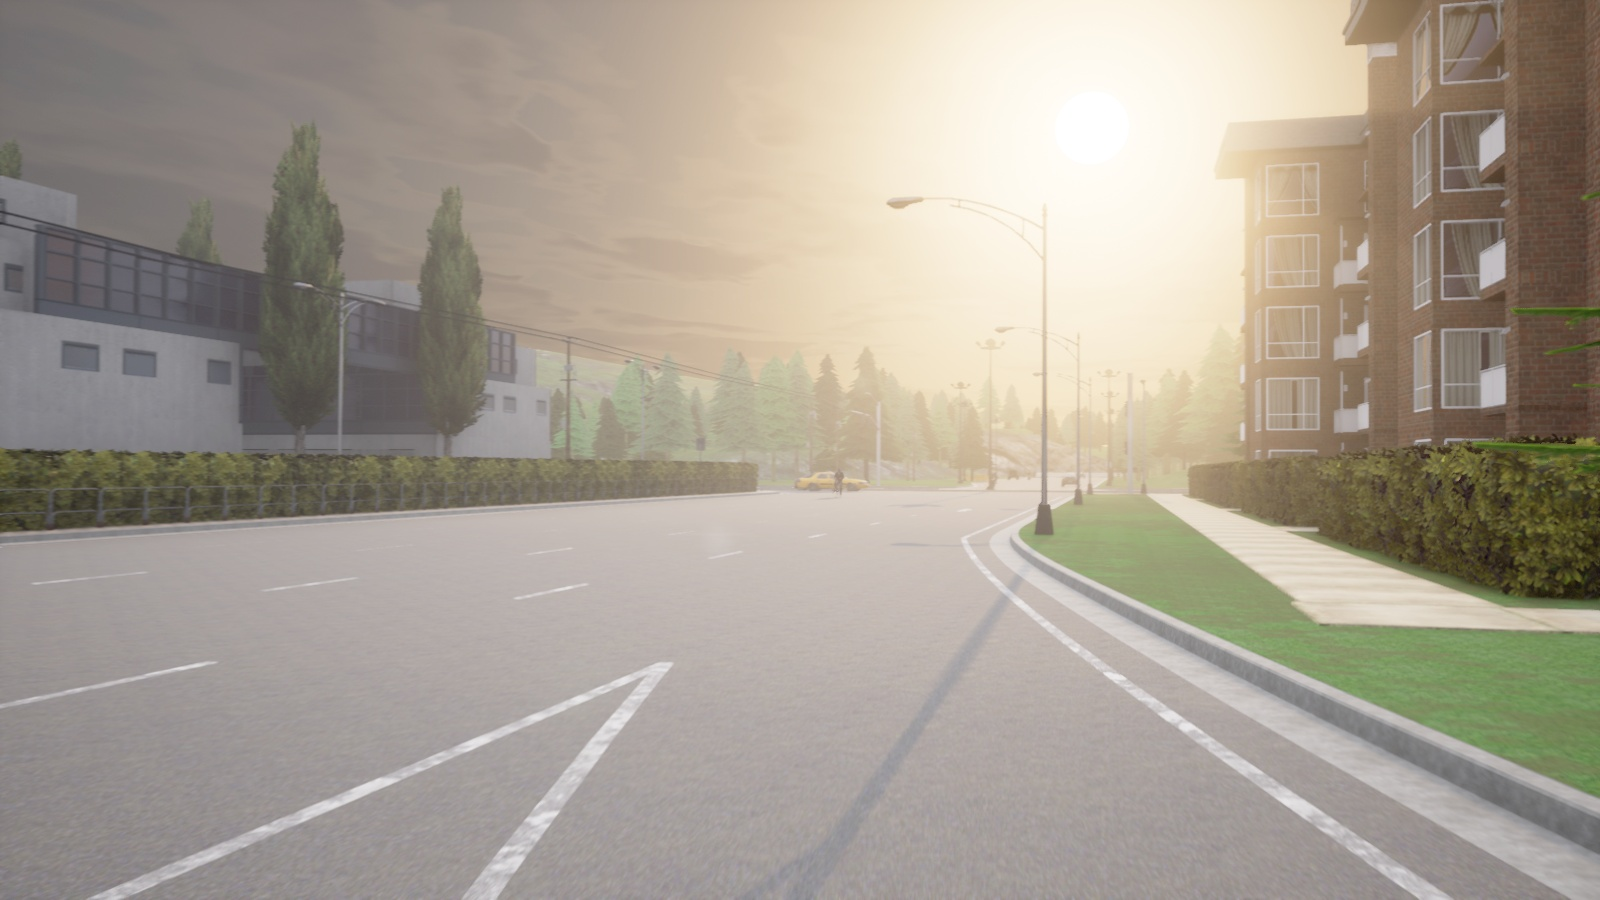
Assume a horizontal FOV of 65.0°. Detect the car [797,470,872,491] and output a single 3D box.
[{"bbox_3d":[2.575,2.283,93.758,5.366,1.575,1.801,0,-1,14],"label":"car"}]
